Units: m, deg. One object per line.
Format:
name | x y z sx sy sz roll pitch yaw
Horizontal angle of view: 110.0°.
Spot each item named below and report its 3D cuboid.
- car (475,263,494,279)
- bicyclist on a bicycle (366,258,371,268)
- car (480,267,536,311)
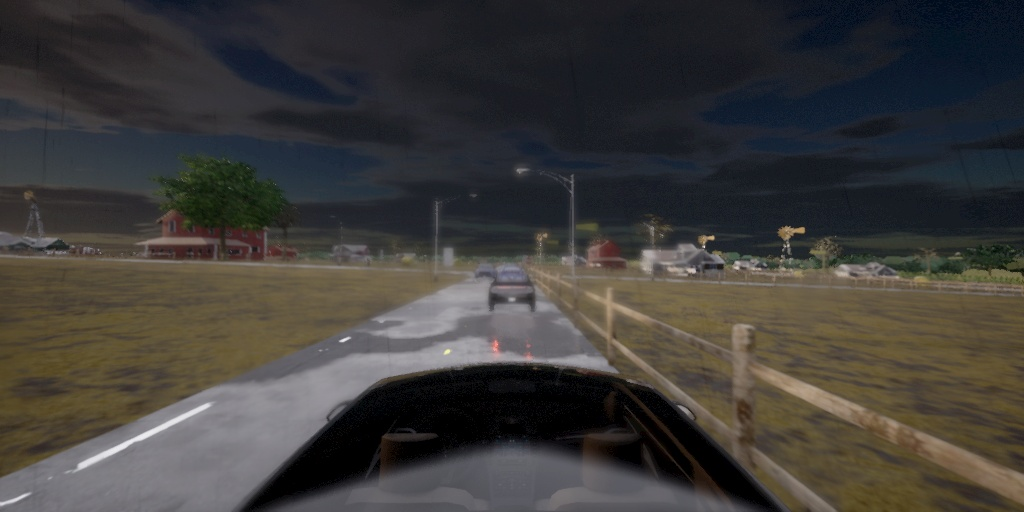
car | -2.782 1.534 38.502 2.097 1.767 4.553 0 -1 0
bicyclist on a bicycle | -22.637 1.076 56.481 0.582 1.620 1.656 2 -1 0
car | 0.015 1.387 15.371 2.128 1.511 4.902 0 -1 0
